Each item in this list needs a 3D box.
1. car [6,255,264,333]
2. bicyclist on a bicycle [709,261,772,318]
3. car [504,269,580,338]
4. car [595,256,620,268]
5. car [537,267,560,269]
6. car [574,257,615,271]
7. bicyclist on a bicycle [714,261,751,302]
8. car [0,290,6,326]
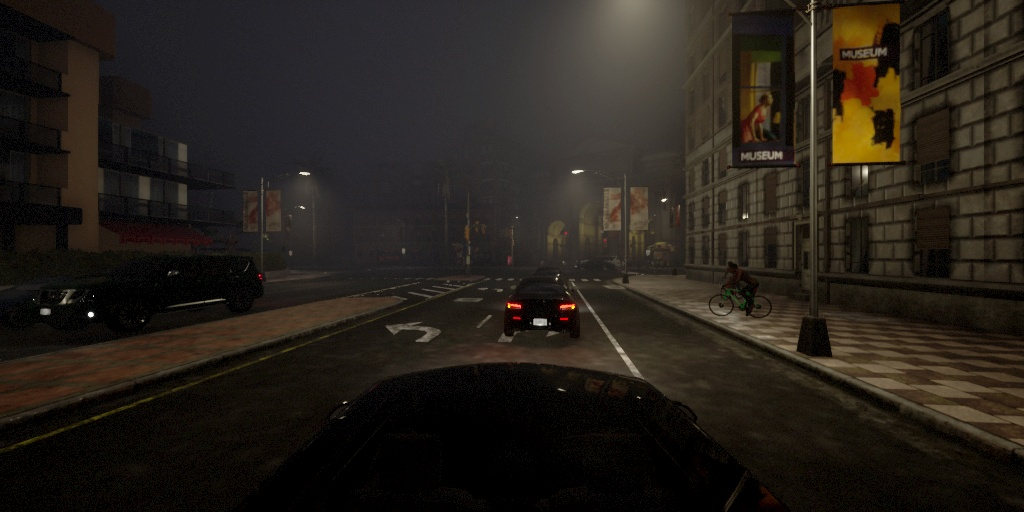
[{"bbox_3d":[-10.705,0.971,11.256,2.150,2.045,5.566,0,0,8],"label":"car"},{"bbox_3d":[6.862,1.051,10.824,1.656,1.620,0.582,0,0,22],"label":"bicyclist on a bicycle"},{"bbox_3d":[0.885,1.276,10.110,1.812,1.442,4.674,0,0,7],"label":"car"},{"bbox_3d":[12.240,0.974,50.235,5.566,2.045,2.150,0,0,7],"label":"car"},{"bbox_3d":[1.936,1.276,18.952,1.812,1.442,4.674,0,0,7],"label":"car"},{"bbox_3d":[10.505,1.255,46.798,4.892,1.490,1.837,0,0,5],"label":"car"},{"bbox_3d":[9.284,1.050,15.085,1.656,1.620,0.582,0,0,-28],"label":"bicyclist on a bicycle"},{"bbox_3d":[-14.195,1.297,11.681,2.033,1.411,5.357,0,0,7],"label":"car"}]
